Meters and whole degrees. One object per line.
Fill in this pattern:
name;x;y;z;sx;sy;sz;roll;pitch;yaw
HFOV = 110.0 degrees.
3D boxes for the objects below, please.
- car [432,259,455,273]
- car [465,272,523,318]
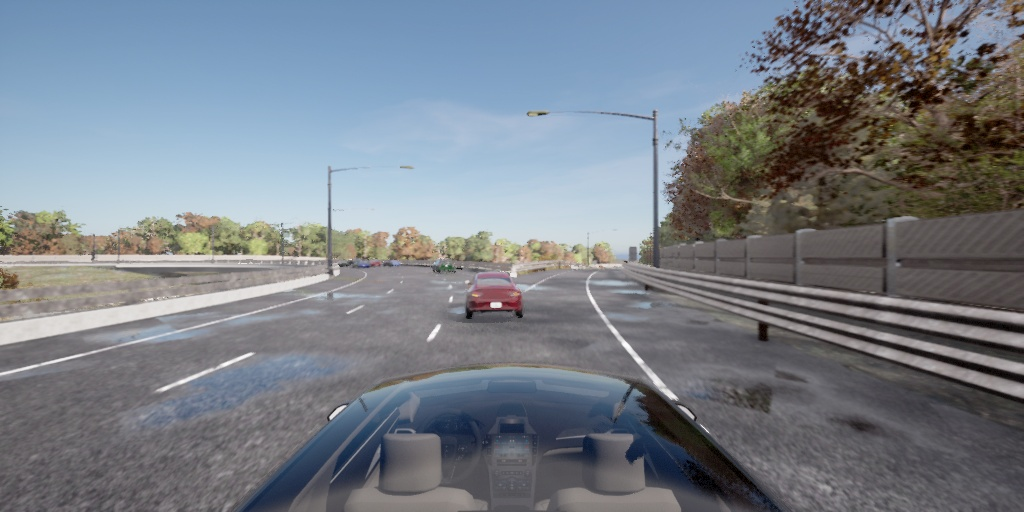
car;-8.467;1.165;43.938;2.097;1.767;4.553;0;0;-23
car;-0.714;1.293;12.907;1.812;1.442;4.674;0;0;-6
